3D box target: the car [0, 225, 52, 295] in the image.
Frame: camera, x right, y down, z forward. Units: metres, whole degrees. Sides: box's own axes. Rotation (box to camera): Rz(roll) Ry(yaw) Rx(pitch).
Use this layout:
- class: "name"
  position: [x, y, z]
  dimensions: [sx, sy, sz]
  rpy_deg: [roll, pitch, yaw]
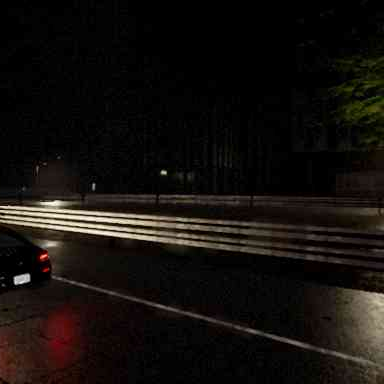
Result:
- class: "car"
  position: [-5.068, 1.472, 7.610]
  dimensions: [4.674, 1.442, 1.812]
  rpy_deg: [0, 0, 36]
